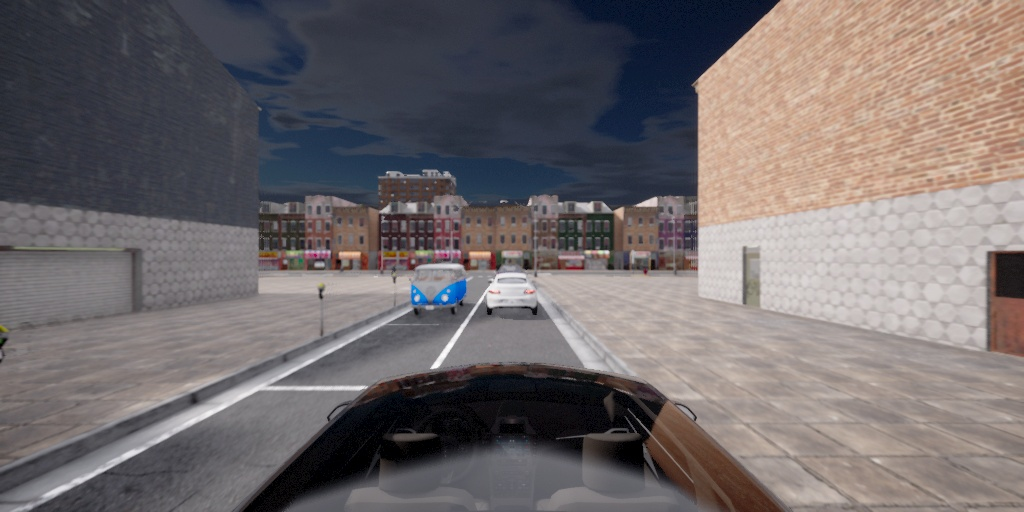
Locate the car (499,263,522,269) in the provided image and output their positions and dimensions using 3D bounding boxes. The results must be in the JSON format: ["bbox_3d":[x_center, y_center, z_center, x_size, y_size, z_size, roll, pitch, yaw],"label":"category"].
[{"bbox_3d":[-0.091,1.311,24.953,2.097,1.767,4.553,0,0,0],"label":"car"}]

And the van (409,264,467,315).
[{"bbox_3d":[-2.732,1.200,13.949,1.690,1.789,3.998,0,0,0],"label":"van"}]

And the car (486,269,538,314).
[{"bbox_3d":[0.004,1.386,14.168,1.812,1.442,4.674,0,-1,0],"label":"car"}]
